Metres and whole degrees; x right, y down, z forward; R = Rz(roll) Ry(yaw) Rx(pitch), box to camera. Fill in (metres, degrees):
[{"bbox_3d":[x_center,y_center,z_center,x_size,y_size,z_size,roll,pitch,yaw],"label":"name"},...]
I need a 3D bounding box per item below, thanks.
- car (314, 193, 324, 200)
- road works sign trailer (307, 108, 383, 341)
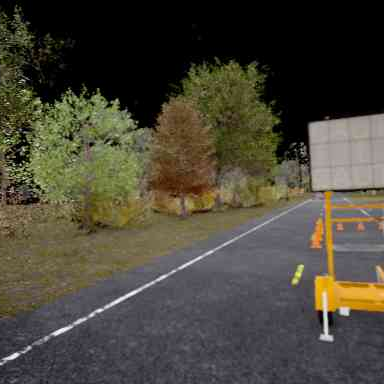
[{"bbox_3d":[27.708,0.909,72.910,1.837,1.490,4.892,-3,-1,23],"label":"car"},{"bbox_3d":[3.380,0.349,5.867,2.380,3.560,2.880,-3,-1,23],"label":"road works sign trailer"}]
